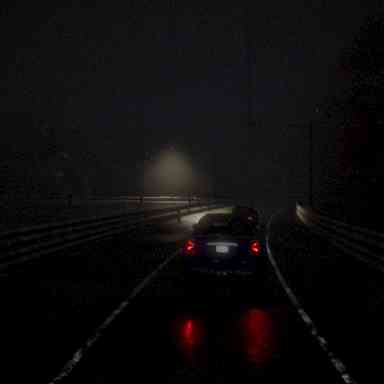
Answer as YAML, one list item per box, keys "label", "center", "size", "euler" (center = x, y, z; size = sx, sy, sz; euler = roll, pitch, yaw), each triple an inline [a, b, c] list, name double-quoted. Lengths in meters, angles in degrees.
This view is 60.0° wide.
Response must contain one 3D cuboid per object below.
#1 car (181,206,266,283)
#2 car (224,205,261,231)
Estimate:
- label: "car"
  center: [1.028, 1.414, 10.106]
  size: [2.097, 1.767, 4.553]
  euler: [0, 0, 8]
- label: "car"
  center: [3.668, 1.707, 23.429]
  size: [2.033, 1.411, 5.357]
  euler: [0, 0, 14]
